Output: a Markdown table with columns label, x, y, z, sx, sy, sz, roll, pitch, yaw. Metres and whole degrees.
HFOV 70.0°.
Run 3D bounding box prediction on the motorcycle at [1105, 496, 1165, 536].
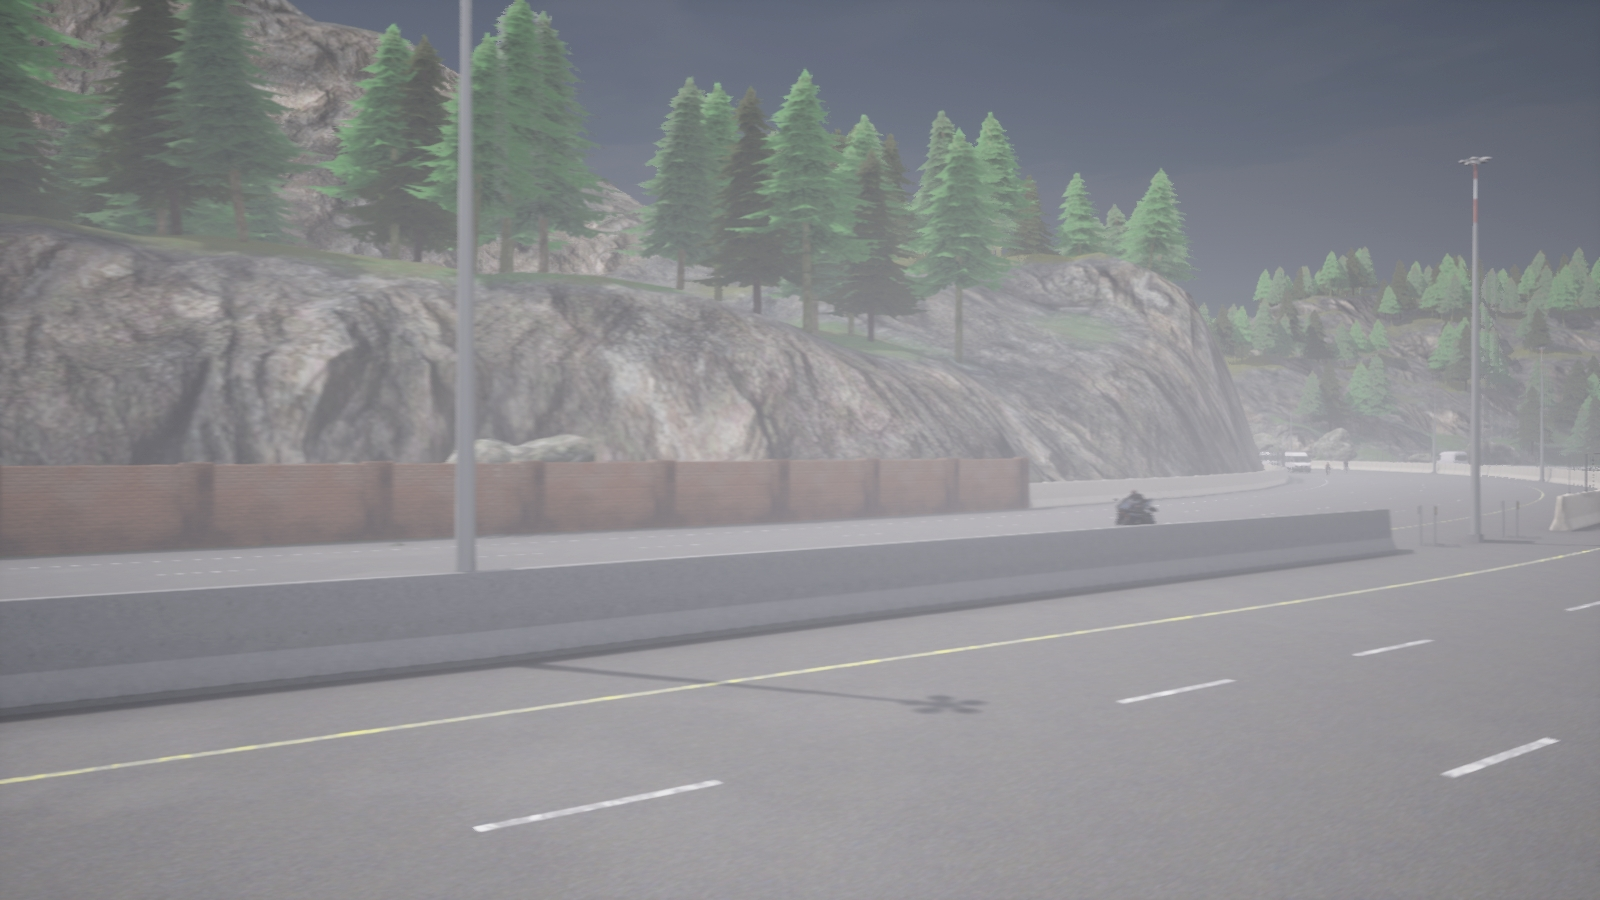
| label | x | y | z | sx | sy | sz | roll | pitch | yaw |
| --- | --- | --- | --- | --- | --- | --- | --- | --- | --- |
| motorcycle | 11.335 | 2.202 | 38.571 | 2.209 | 1.251 | 0.867 | 0 | -1 | -41 |
